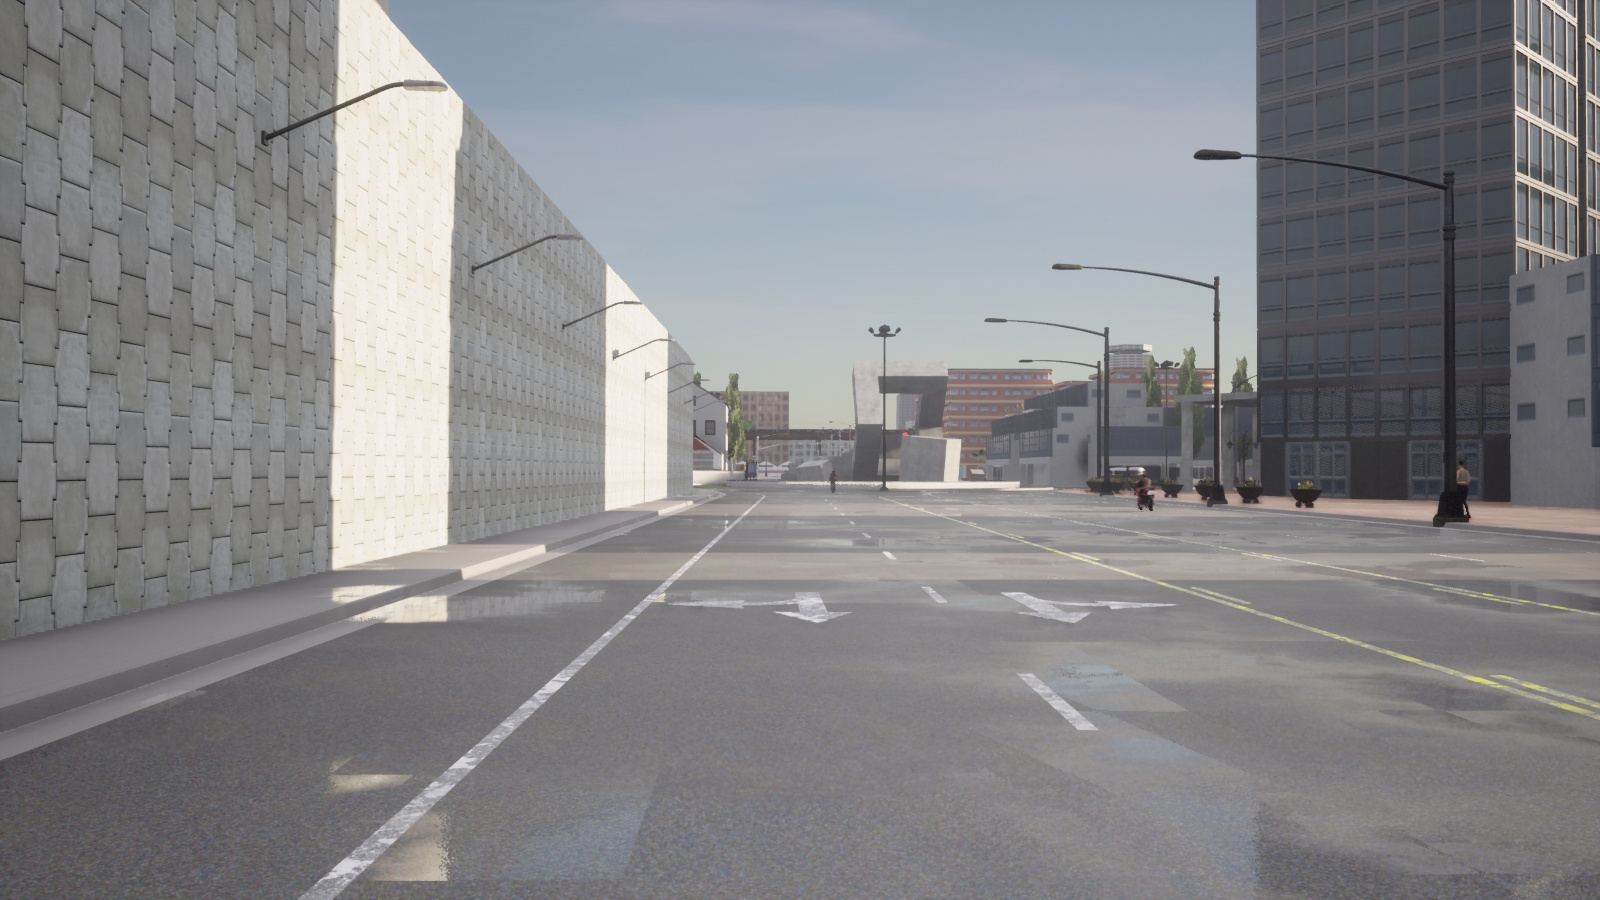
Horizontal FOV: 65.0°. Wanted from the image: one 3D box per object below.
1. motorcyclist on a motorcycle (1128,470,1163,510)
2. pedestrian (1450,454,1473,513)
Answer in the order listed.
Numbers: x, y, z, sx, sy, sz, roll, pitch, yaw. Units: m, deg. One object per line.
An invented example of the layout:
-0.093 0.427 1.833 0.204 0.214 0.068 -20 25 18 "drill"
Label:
13.758 1.580 50.056 0.797 1.523 2.044 0 -1 -1 "motorcyclist on a motorcycle"
20.647 1.043 39.171 0.345 1.836 0.594 0 -1 -5 "pedestrian"
